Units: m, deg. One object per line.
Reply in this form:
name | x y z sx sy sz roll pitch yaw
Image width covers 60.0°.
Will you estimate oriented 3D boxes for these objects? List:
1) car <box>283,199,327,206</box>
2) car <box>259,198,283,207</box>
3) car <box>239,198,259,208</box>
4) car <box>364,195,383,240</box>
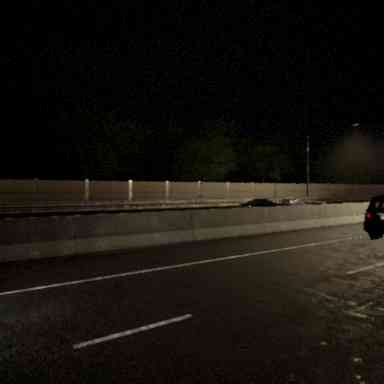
car | 10.333 1.487 28.560 4.718 1.301 1.895 0 0 -35
car | 9.322 1.428 32.137 5.357 1.411 2.033 0 0 -36
car | 6.937 1.408 34.733 4.674 1.442 1.812 0 0 -35
car | 10.103 1.146 15.252 5.566 2.045 2.150 0 0 -35
